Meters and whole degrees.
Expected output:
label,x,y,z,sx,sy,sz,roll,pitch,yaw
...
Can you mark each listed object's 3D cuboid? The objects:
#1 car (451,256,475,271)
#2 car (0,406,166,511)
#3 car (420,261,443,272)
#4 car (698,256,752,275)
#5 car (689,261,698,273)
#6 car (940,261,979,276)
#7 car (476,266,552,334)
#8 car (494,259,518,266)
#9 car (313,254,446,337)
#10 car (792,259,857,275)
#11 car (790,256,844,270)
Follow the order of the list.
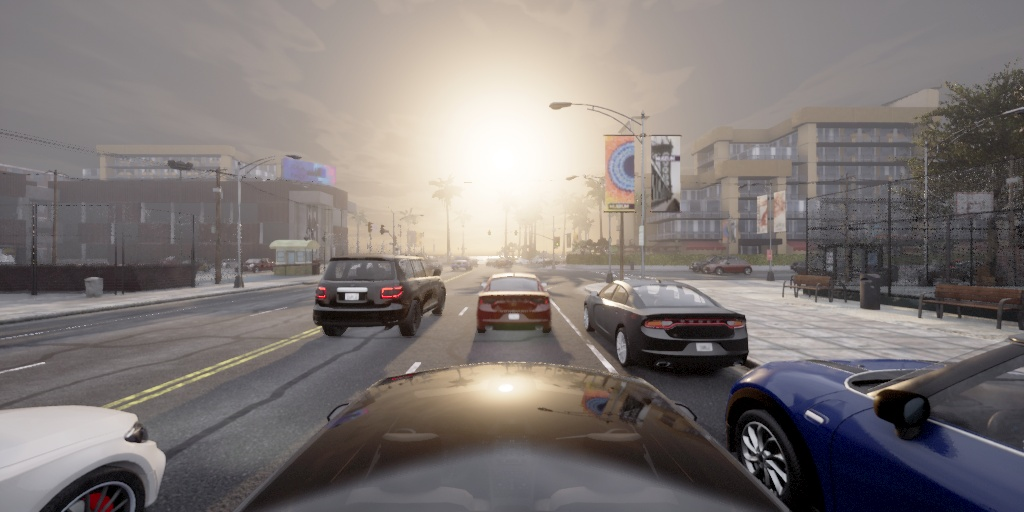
label,x,y,z,sx,sy,sz,roll,pitch,yaw
car,-7.004,0.984,50.119,2.150,2.045,5.566,0,0,1
car,-3.410,1.275,0.593,1.812,1.442,4.674,0,0,0
car,-10.520,1.362,47.240,1.895,1.301,4.718,0,0,1
car,23.156,1.111,38.643,4.553,1.767,2.097,0,0,0
car,23.904,0.981,42.158,5.566,2.045,2.150,0,0,0
car,45.166,1.263,35.250,4.892,1.490,1.837,0,0,-1
car,0.061,1.230,10.711,1.882,1.535,5.008,0,0,0
car,-1.055,1.270,65.387,1.837,1.490,4.892,-1,0,18
car,-3.441,0.974,10.437,2.150,2.045,5.566,0,0,0
car,33.966,1.306,38.730,5.357,1.411,2.033,0,0,0
car,36.097,0.981,42.236,5.566,2.045,2.150,0,0,0
